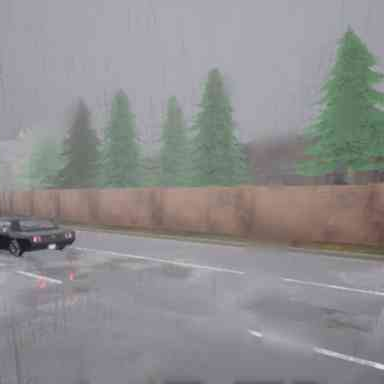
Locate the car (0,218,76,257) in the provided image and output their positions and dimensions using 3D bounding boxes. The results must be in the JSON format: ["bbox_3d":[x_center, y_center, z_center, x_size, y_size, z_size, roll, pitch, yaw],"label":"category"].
[{"bbox_3d":[-6.761,1.662,13.156,4.718,1.301,1.895,0,0,36],"label":"car"}]
